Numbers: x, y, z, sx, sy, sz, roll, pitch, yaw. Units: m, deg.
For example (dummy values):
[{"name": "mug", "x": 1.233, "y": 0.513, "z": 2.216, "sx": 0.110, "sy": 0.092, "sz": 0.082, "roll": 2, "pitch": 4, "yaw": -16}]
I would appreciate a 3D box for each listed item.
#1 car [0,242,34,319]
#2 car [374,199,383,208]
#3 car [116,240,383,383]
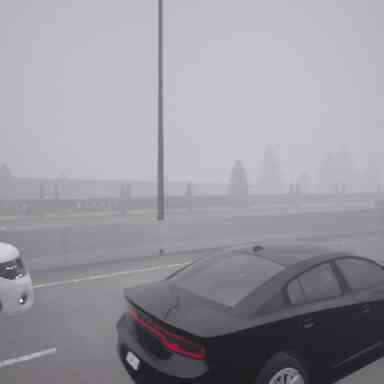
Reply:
[{"name": "car", "x": -5.158, "y": 1.228, "z": 4.276, "sx": 5.566, "sy": 2.045, "sz": 2.150, "roll": -1, "pitch": 1, "yaw": -36}, {"name": "car", "x": 19.728, "y": 0.974, "z": 31.696, "sx": 4.892, "sy": 1.490, "sz": 1.837, "roll": -1, "pitch": 0, "yaw": -15}, {"name": "car", "x": 1.512, "y": 1.408, "z": 4.524, "sx": 5.008, "sy": 1.535, "sz": 1.882, "roll": -1, "pitch": 1, "yaw": -33}]
